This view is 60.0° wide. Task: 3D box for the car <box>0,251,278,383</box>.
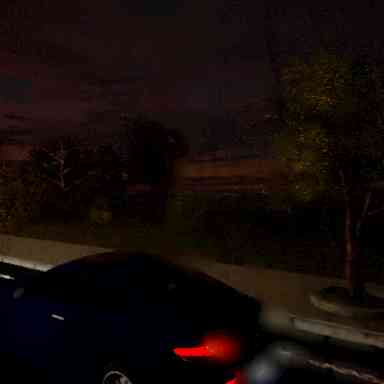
[{"bbox_3d":[-1.202,1.565,4.545,4.674,1.442,1.812,-2,-1,35],"label":"car"}]
